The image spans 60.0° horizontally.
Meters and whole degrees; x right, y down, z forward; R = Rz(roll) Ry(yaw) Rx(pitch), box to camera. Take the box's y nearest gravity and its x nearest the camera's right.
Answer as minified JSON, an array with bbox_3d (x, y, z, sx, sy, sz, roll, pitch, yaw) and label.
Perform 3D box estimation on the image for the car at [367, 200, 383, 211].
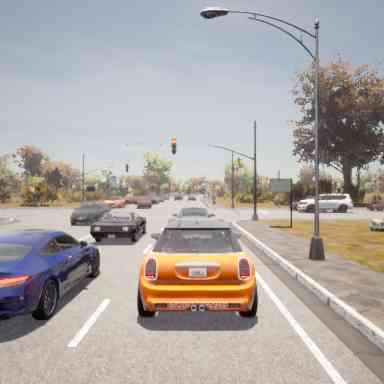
[{"bbox_3d":[22.954,1.556,39.160,4.181,1.385,1.994,0,0,3],"label":"car"}]

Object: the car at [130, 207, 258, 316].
[{"bbox_3d":[0.096,1.352,7.647,2.097,1.767,4.553,0,0,0],"label":"car"}]

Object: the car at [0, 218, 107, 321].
[{"bbox_3d":[-3.404,1.526,7.180,1.812,1.442,4.674,0,0,0],"label":"car"}]

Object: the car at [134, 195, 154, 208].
[{"bbox_3d":[-6.510,1.477,45.014,1.882,1.535,5.008,0,0,-9],"label":"car"}]

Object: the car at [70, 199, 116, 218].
[{"bbox_3d":[-7.112,1.504,23.718,1.837,1.490,4.892,0,0,0],"label":"car"}]

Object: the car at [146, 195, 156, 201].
[{"bbox_3d":[-10.539,1.493,85.690,1.837,1.490,4.892,0,0,0],"label":"car"}]

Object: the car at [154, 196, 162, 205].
[{"bbox_3d":[-7.107,1.601,59.685,1.895,1.301,4.718,0,0,0],"label":"car"}]

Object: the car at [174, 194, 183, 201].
[{"bbox_3d":[-3.540,1.492,84.617,1.837,1.490,4.892,0,0,0],"label":"car"}]

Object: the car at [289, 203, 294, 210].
[{"bbox_3d":[14.064,1.505,39.639,4.892,1.490,1.837,0,0,3],"label":"car"}]

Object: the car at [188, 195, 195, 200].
[{"bbox_3d":[-0.007,1.595,94.785,1.895,1.301,4.718,0,0,1],"label":"car"}]

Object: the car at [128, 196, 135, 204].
[{"bbox_3d":[-10.605,1.477,59.334,1.882,1.535,5.008,0,0,0],"label":"car"}]

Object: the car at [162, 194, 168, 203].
[{"bbox_3d":[-7.038,1.525,71.817,2.128,1.511,4.902,0,0,0],"label":"car"}]

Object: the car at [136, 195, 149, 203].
[{"bbox_3d":[-10.538,1.525,71.078,2.128,1.511,4.902,0,0,0],"label":"car"}]

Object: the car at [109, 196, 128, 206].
[{"bbox_3d":[-10.621,1.351,45.847,2.097,1.767,4.553,0,0,0],"label":"car"}]

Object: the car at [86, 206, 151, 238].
[{"bbox_3d":[-3.409,1.601,16.338,1.895,1.301,4.718,0,0,0],"label":"car"}]

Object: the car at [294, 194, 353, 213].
[{"bbox_3d":[14.447,1.221,36.110,5.566,2.045,2.150,0,0,3],"label":"car"}]

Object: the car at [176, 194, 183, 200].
[{"bbox_3d":[-3.505,1.374,95.025,1.812,1.442,4.674,0,0,1],"label":"car"}]

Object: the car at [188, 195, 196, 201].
[{"bbox_3d":[-0.041,1.552,84.748,1.994,1.385,4.181,0,0,0],"label":"car"}]

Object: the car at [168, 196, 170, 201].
[{"bbox_3d":[-7.037,1.344,86.962,2.097,1.767,4.553,0,0,0],"label":"car"}]

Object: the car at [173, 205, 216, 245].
[{"bbox_3d":[0.091,1.505,16.605,1.837,1.490,4.892,0,0,0],"label":"car"}]
